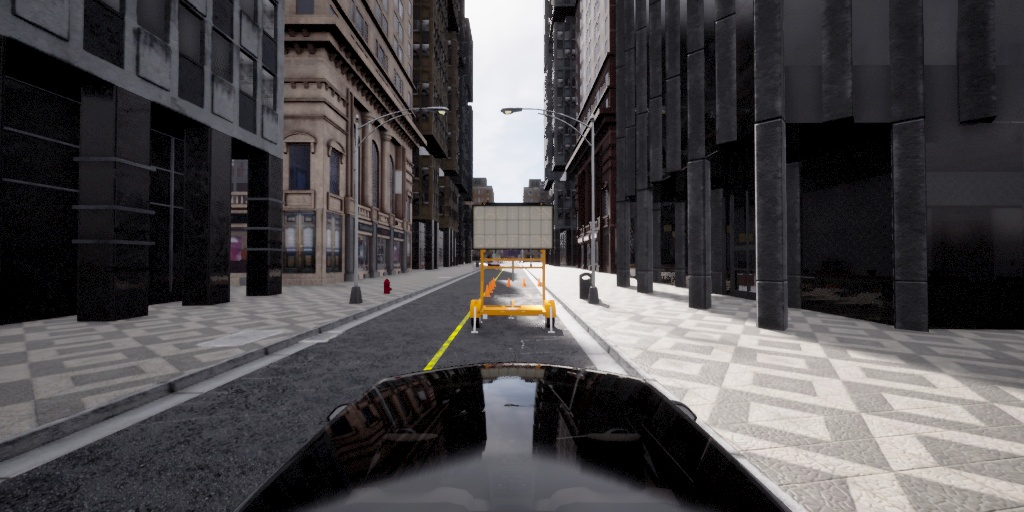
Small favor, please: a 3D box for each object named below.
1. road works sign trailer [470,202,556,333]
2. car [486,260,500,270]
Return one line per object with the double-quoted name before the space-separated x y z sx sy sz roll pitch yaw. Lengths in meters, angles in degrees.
"road works sign trailer" 0.029 0.217 10.712 2.380 3.560 2.880 0 0 0
"car" -2.830 1.294 54.849 1.882 1.535 5.008 0 0 0
